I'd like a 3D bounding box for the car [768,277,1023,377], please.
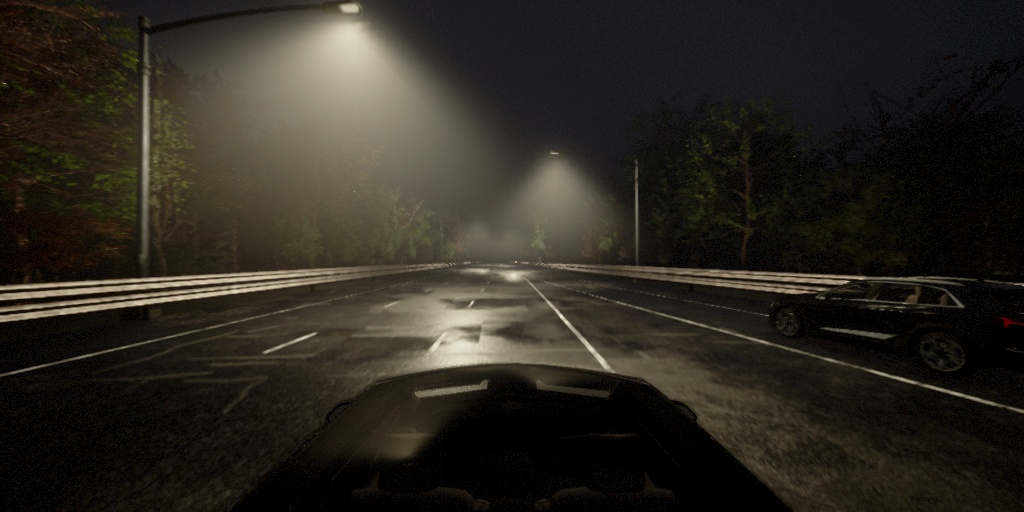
[{"bbox_3d":[8.062,1.231,7.651,2.033,1.649,4.856,0,0,-9],"label":"car"}]
